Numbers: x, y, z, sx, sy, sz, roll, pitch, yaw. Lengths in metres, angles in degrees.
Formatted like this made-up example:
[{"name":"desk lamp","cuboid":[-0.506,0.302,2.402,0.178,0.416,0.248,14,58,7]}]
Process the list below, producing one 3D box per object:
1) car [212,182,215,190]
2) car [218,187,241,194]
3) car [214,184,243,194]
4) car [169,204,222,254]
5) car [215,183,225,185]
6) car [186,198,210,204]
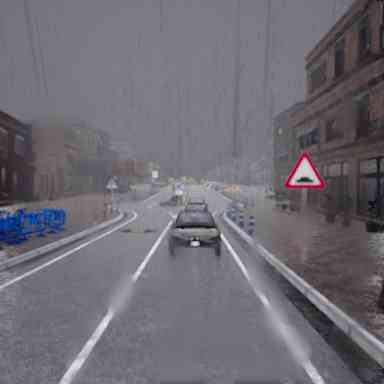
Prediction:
[{"name":"car","cuboid":[8.200,-0.917,78.859,5.566,2.045,2.435,0,3,-1]},{"name":"car","cuboid":[8.234,-0.361,73.369,4.674,1.452,2.002,0,3,-1]},{"name":"car","cuboid":[8.074,-0.266,70.610,5.366,1.575,1.946,0,3,-1]},{"name":"car","cuboid":[0.107,1.464,13.317,2.128,1.511,4.902,0,0,0]},{"name":"car","cuboid":[8.169,-0.661,76.112,4.553,1.767,2.185,0,3,-1]},{"name":"car","cuboid":[0.487,1.266,28.958,2.128,1.511,4.902,0,1,4]}]
